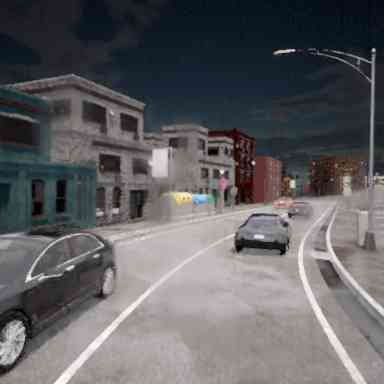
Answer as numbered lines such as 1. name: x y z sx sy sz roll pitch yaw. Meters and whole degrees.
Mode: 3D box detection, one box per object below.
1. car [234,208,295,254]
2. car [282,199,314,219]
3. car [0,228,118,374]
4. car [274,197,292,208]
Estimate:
1. car: 3.058 1.579 13.864 1.994 1.385 4.181 1 0 19
2. car: 9.823 1.614 30.064 2.033 1.411 5.357 1 0 24
3. car: -2.865 1.463 5.725 1.837 1.490 4.892 0 0 10
4. car: 12.383 1.402 44.602 2.097 1.767 4.553 1 0 25
